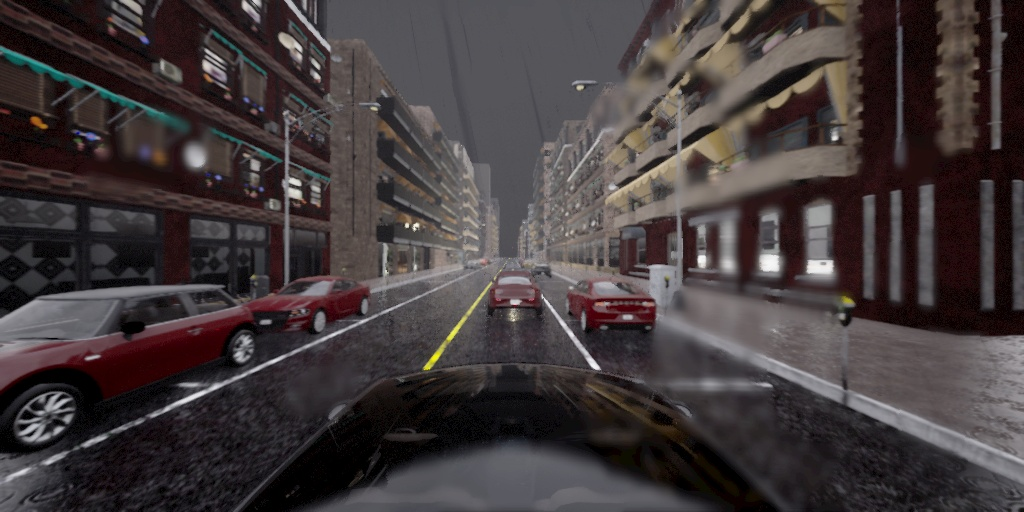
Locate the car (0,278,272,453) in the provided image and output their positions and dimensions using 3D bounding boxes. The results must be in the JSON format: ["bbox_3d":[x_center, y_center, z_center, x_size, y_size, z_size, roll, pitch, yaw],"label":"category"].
[{"bbox_3d":[-5.694,1.186,4.918,1.967,1.591,4.097,0,0,0],"label":"car"}]

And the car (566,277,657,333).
[{"bbox_3d":[2.684,1.284,10.555,1.888,1.381,4.507,0,0,0],"label":"car"}]

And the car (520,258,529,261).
[{"bbox_3d":[2.661,1.203,55.815,1.751,1.417,4.829,0,0,0],"label":"car"}]

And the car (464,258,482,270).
[{"bbox_3d":[-5.717,1.236,50.008,2.007,1.370,4.403,0,0,0],"label":"car"}]

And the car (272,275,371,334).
[{"bbox_3d":[-5.697,1.284,10.556,1.888,1.381,4.507,0,0,0],"label":"car"}]

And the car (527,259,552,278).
[{"bbox_3d":[2.672,1.260,33.100,2.007,1.370,4.403,0,0,0],"label":"car"}]

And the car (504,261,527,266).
[{"bbox_3d":[0.085,1.313,30.981,1.895,1.301,4.718,0,0,0],"label":"car"}]

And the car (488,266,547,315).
[{"bbox_3d":[0.094,1.261,13.477,1.812,1.442,4.674,0,0,0],"label":"car"}]

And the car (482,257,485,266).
[{"bbox_3d":[-5.721,1.228,55.645,2.007,1.370,4.403,0,0,0],"label":"car"}]
